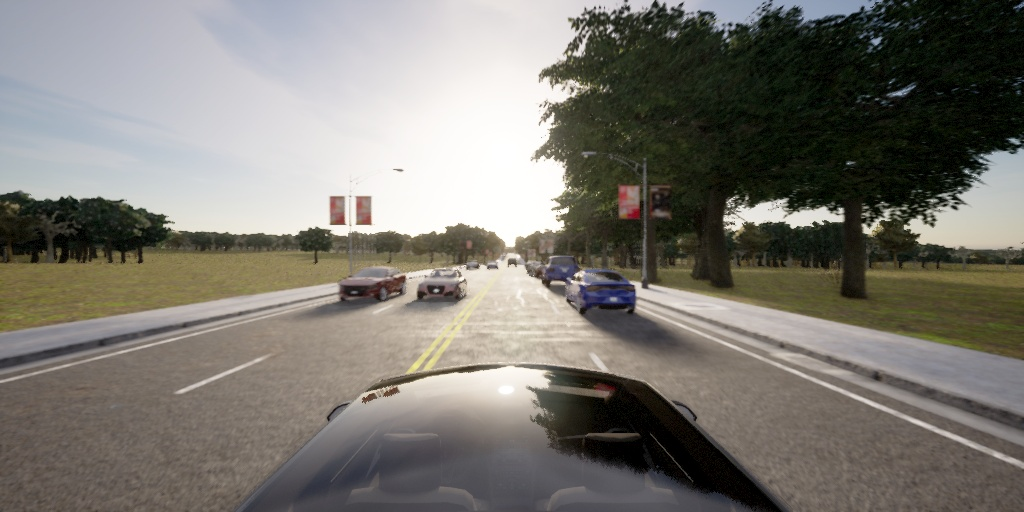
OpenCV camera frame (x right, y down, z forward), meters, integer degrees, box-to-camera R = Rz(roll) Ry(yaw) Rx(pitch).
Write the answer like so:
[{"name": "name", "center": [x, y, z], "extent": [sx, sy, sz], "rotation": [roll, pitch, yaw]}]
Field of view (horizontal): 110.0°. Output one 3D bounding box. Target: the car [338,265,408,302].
[{"name": "car", "center": [-6.589, 1.247, 17.487], "extent": [1.882, 1.535, 5.008], "rotation": [0, 0, 0]}]

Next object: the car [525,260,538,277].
[{"name": "car", "center": [3.039, 1.336, 36.512], "extent": [2.163, 1.488, 4.792], "rotation": [0, 0, -8]}]

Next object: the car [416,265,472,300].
[{"name": "car", "center": [-3.337, 1.334, 17.768], "extent": [1.994, 1.385, 4.181], "rotation": [0, 0, 0]}]

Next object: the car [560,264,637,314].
[{"name": "car", "center": [3.253, 1.239, 13.954], "extent": [1.882, 1.535, 5.008], "rotation": [0, 0, 0]}]

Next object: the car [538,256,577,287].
[{"name": "car", "center": [3.257, 1.010, 24.988], "extent": [2.150, 2.045, 5.566], "rotation": [0, 0, 0]}]

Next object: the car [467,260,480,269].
[{"name": "car", "center": [-6.503, 1.465, 60.188], "extent": [2.128, 1.511, 4.902], "rotation": [0, 0, 0]}]

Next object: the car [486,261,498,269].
[{"name": "car", "center": [-3.250, 1.497, 60.193], "extent": [1.812, 1.442, 4.674], "rotation": [0, 0, 0]}]
